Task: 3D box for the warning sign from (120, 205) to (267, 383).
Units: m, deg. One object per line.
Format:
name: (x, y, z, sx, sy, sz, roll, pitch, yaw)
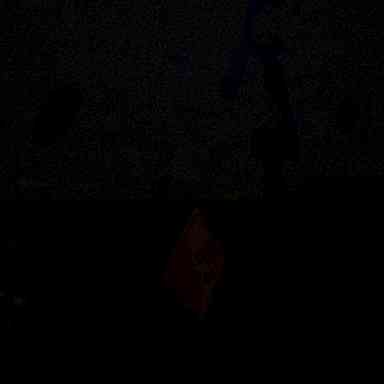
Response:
warning sign: (0.066, 1.124, 3.848, 1.060, 1.860, 1.300, -3, 0, 36)
